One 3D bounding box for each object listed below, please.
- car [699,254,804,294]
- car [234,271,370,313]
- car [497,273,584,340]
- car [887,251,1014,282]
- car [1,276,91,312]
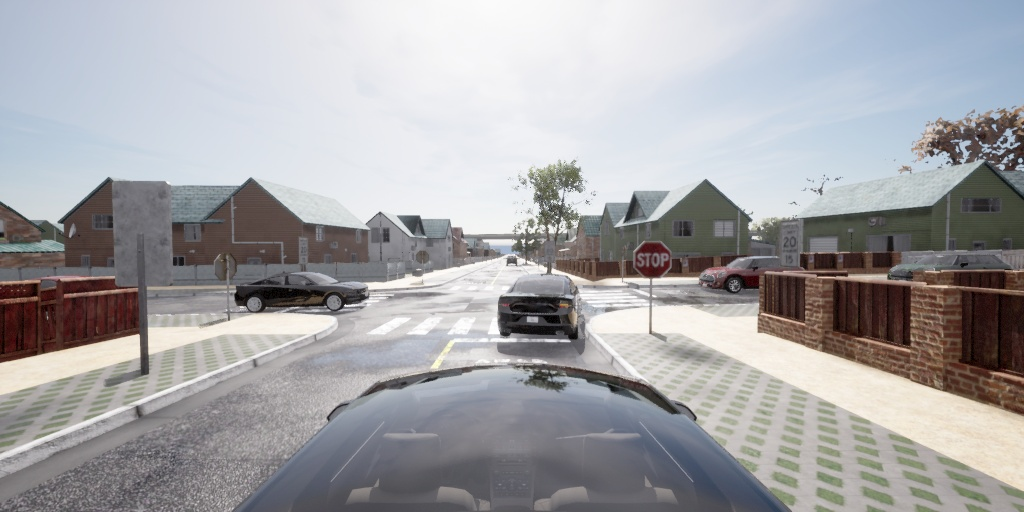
[{"bbox_3d":[11.802,0.821,17.782,4.553,1.767,2.097,-1,2,0],"label":"car"},{"bbox_3d":[-8.472,1.377,14.693,5.008,1.535,1.882,-1,2,0],"label":"car"},{"bbox_3d":[0.956,1.224,10.169,1.882,1.535,5.008,0,0,12],"label":"car"},{"bbox_3d":[21.697,0.646,17.856,4.553,1.767,2.097,-1,2,0],"label":"car"},{"bbox_3d":[-18.025,1.547,14.627,5.008,1.535,1.882,-1,2,0],"label":"car"}]
